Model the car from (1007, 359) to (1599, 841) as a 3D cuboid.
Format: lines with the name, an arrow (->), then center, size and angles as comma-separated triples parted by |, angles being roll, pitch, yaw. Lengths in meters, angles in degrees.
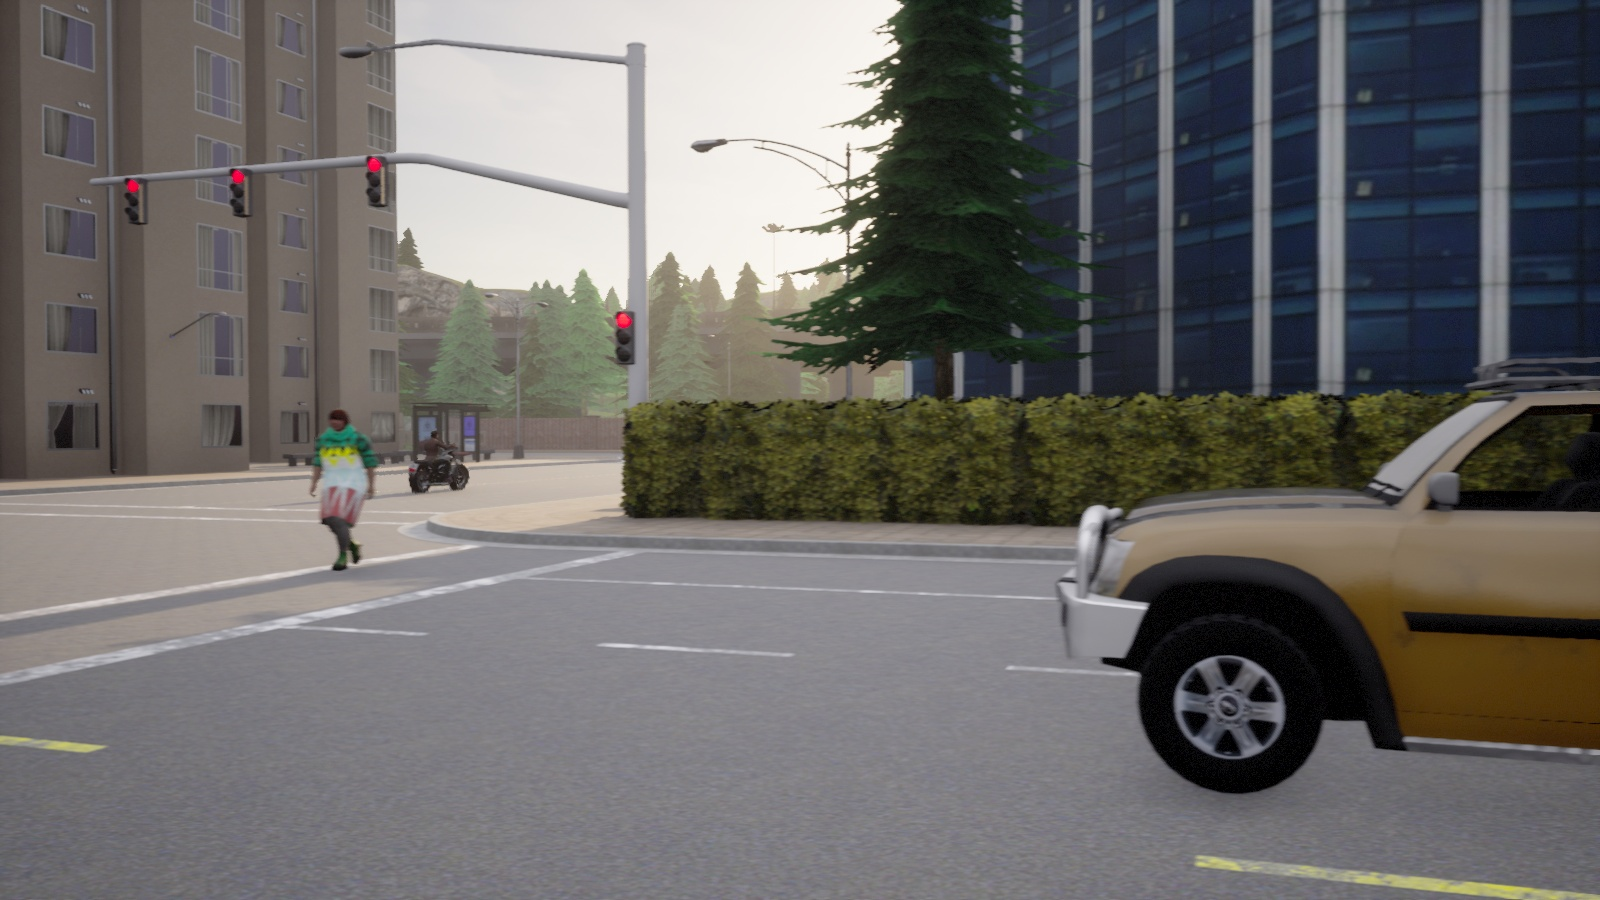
car -> 3.411, 0.564, 5.734 | 4.605, 1.855, 1.932 | 1, 1, 19

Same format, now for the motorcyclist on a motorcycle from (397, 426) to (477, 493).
motorcyclist on a motorcycle -> -9.325, 0.223, 32.404 | 0.766, 1.649, 2.350 | 1, 1, 19

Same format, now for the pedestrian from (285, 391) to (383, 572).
pedestrian -> -5.187, 0.330, 14.021 | 0.659, 1.952, 0.873 | 0, 1, 13
